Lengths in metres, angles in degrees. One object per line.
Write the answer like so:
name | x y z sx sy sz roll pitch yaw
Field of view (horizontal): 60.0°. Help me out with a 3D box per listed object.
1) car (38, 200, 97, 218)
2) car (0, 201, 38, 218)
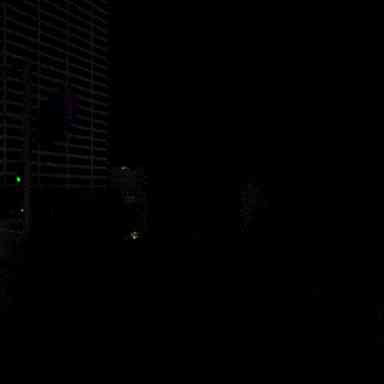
car | -11.142 1.477 30.767 1.882 1.535 5.008 0 0 35
car | -15.514 1.547 30.647 2.033 1.411 5.357 0 0 35
